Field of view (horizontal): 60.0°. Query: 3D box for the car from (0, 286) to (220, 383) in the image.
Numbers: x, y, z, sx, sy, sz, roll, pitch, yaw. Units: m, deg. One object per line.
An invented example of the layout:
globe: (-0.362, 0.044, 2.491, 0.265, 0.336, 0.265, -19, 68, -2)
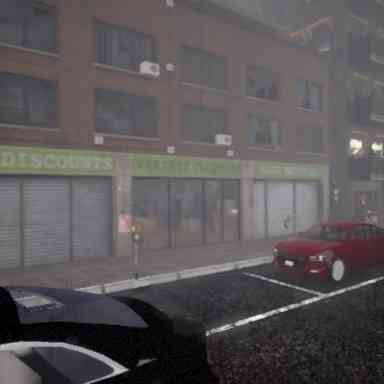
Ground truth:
car: (-2.048, 1.494, 1.906, 4.902, 1.511, 2.128, 0, 0, -35)

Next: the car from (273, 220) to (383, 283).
car: (4.253, 1.526, 9.598, 4.507, 1.381, 1.887, 0, 0, -35)
